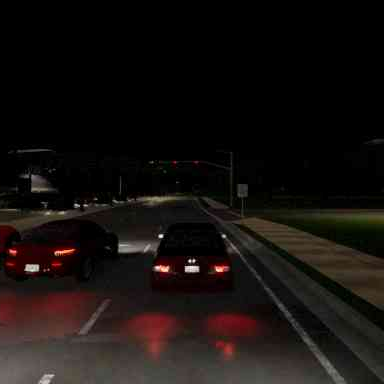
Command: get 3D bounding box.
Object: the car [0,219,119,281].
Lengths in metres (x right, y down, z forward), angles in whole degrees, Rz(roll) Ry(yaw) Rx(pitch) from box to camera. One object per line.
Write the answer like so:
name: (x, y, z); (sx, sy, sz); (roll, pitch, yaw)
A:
car: (-3.496, 1.526, 9.702); (1.812, 1.442, 4.674); (0, 0, 1)

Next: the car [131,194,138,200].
car: (-16.265, 1.409, 92.101); (1.837, 1.490, 4.892); (0, 0, 0)

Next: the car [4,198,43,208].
car: (-22.085, 1.564, 44.358); (1.994, 1.385, 4.181); (0, 0, 25)

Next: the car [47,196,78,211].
car: (-16.090, 1.477, 40.892); (1.882, 1.535, 5.008); (0, 0, -2)

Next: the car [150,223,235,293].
car: (0.007, 1.547, 8.991); (2.033, 1.411, 5.357); (0, 0, 0)

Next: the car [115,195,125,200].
car: (-19.765, 1.513, 91.266); (1.895, 1.301, 4.718); (0, 0, 0)

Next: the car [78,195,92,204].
car: (-19.820, 1.353, 61.302); (2.097, 1.767, 4.553); (0, 0, 0)

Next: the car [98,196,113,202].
car: (-19.769, 1.540, 76.130); (2.033, 1.411, 5.357); (0, 0, 0)

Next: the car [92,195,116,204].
car: (-16.317, 1.547, 61.875); (2.033, 1.411, 5.357); (0, 0, 1)

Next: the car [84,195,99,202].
car: (-23.268, 1.525, 77.188); (2.128, 1.511, 4.902); (0, 0, 0)

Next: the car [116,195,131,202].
car: (-16.268, 1.540, 76.951); (2.033, 1.411, 5.357); (0, 0, 0)

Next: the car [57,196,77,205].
car: (-23.304, 1.503, 62.194); (1.837, 1.490, 4.892); (0, 0, 1)

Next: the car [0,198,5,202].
car: (-26.404, 1.525, 46.918); (1.812, 1.442, 4.674); (1, 1, 43)

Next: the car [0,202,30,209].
car: (-6.990, 1.352, 9.755); (2.097, 1.767, 4.553); (0, 0, 0)

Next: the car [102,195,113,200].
car: (-23.265, 1.451, 92.163); (1.994, 1.385, 4.181); (0, 0, 0)
